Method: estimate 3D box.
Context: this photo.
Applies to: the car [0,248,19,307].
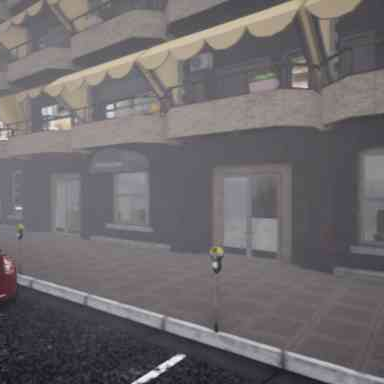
[{"bbox_3d":[-5.314,1.405,6.667,4.097,1.590,1.967,0,0,36],"label":"car"}]
